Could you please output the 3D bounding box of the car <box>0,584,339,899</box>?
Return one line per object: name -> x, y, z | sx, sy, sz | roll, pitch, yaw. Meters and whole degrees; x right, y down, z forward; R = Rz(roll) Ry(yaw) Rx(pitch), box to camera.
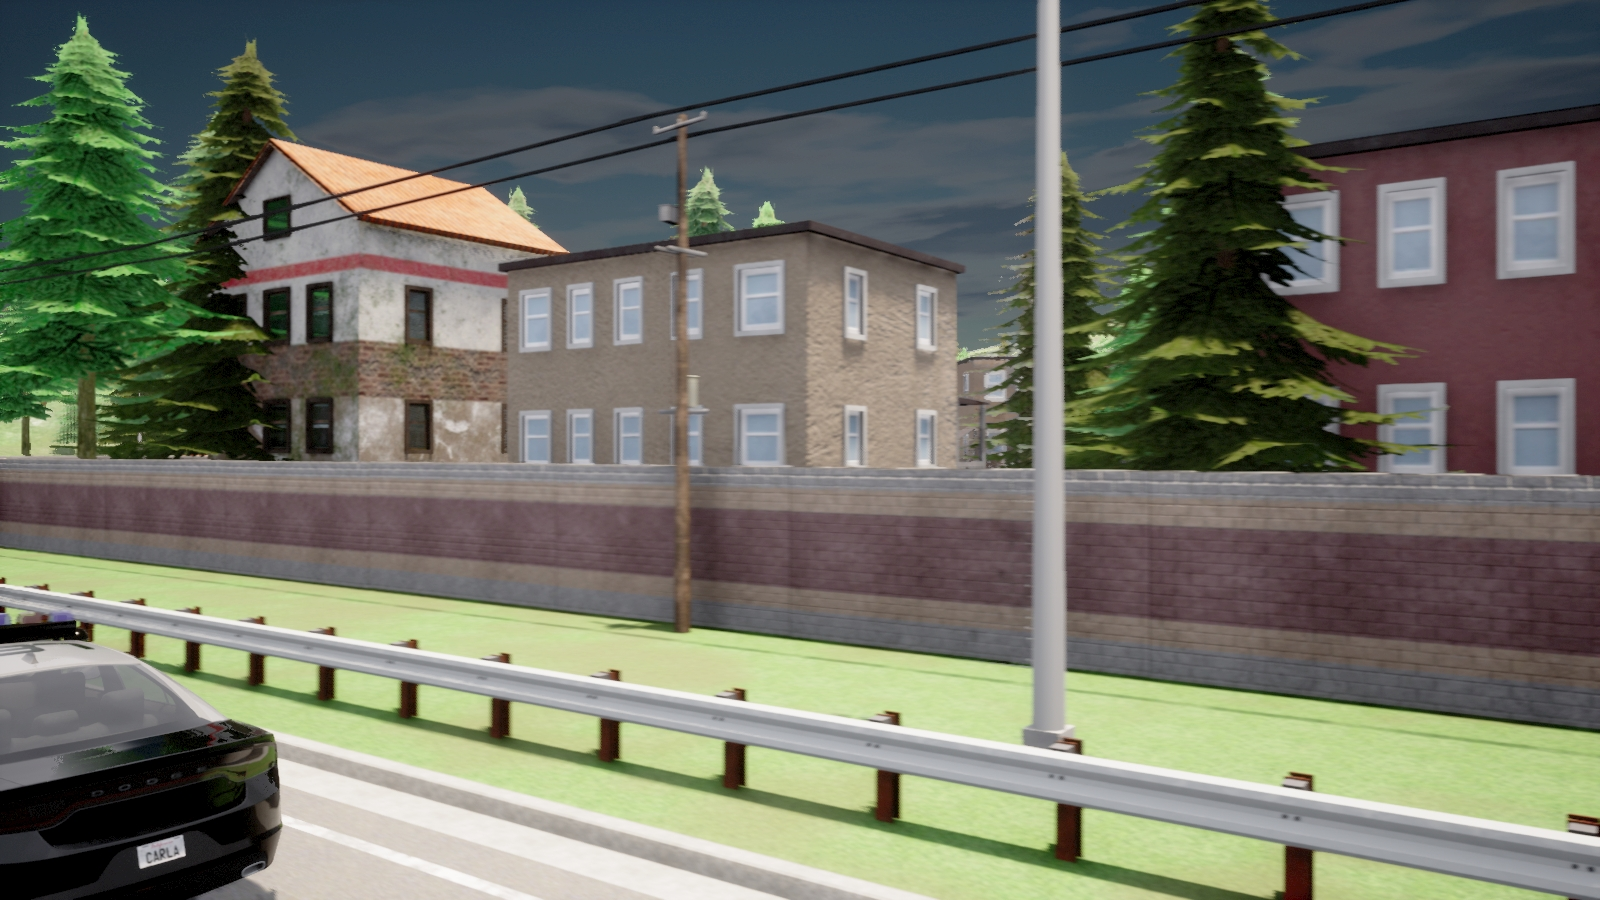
car -> -5.591, 1.982, 7.701 | 5.238, 1.638, 2.097 | 0, 0, 35
